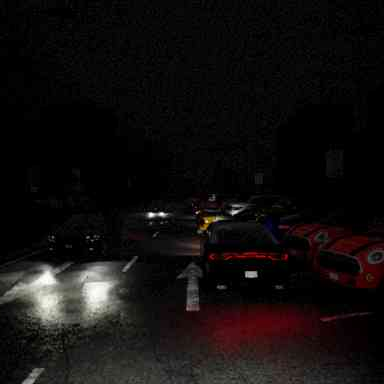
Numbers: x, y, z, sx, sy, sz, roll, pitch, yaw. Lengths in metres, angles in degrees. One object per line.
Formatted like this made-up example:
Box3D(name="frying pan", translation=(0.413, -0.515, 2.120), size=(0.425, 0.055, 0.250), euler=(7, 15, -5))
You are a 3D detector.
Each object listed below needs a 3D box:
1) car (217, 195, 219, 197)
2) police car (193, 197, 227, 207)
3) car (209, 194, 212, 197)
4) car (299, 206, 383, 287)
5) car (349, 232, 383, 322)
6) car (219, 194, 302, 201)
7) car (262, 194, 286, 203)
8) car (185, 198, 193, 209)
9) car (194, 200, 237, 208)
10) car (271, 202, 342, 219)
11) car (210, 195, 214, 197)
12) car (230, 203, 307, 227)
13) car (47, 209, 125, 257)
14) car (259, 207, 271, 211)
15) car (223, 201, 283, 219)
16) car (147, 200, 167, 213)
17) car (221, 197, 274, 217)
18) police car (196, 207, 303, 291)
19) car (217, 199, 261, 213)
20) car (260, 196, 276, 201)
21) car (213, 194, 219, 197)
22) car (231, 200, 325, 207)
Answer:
Box3D(name="car", translation=(5.394, 1.415, 35.356), size=(4.553, 1.767, 2.185), euler=(1, 0, -20))
Box3D(name="police car", translation=(1.227, 1.453, 25.170), size=(1.930, 1.638, 5.238), euler=(0, 0, 0))
Box3D(name="car", translation=(5.483, 1.376, 59.413), size=(5.566, 2.045, 2.435), euler=(1, 0, -20))
Box3D(name="car", translation=(5.355, 1.363, 8.348), size=(4.553, 1.767, 2.185), euler=(1, 0, -20))
Box3D(name="car", translation=(5.286, 1.516, 5.328), size=(4.792, 1.488, 2.163), euler=(1, 0, -20))
Box3D(name="car", translation=(5.368, 1.264, 26.340), size=(5.566, 2.045, 2.435), euler=(1, 0, -20))
Box3D(name="car", translation=(18.467, 1.445, 75.390), size=(2.435, 2.045, 5.566), euler=(0, 0, -21))
Box3D(name="car", translation=(0.100, 1.574, 47.140), size=(1.882, 1.535, 5.008), euler=(0, 0, 1))
Box3D(name="car", translation=(1.207, 1.471, 19.250), size=(1.801, 1.575, 5.366), euler=(0, 0, 0))
Box3D(name="car", translation=(5.365, 1.366, 11.349), size=(4.553, 1.767, 2.185), euler=(1, 0, -20))
Box3D(name="car", translation=(5.444, 1.572, 44.375), size=(5.008, 1.535, 2.097), euler=(1, 0, -20))
Box3D(name="car", translation=(5.350, 1.538, 23.338), size=(4.792, 1.488, 2.163), euler=(1, 0, -20))
Box3D(name="car", translation=(-3.979, 1.484, 13.209), size=(1.882, 1.535, 5.008), euler=(0, 0, 0))
Box3D(name="car", translation=(5.339, 1.534, 14.345), size=(4.674, 1.452, 2.002), euler=(1, 0, -20))
Box3D(name="car", translation=(5.377, 1.552, 29.340), size=(4.792, 1.488, 2.163), euler=(1, 0, -20))
Box3D(name="car", translation=(-3.952, 1.628, 38.125), size=(1.994, 1.385, 4.181), euler=(0, 0, 0))
Box3D(name="car", translation=(5.383, 1.405, 32.354), size=(4.553, 1.767, 2.185), euler=(1, 0, -20))
Box3D(name="police car", translation=(1.177, 1.428, 9.170), size=(1.930, 1.638, 5.238), euler=(0, 0, 0))
Box3D(name="car", translation=(5.436, 1.591, 38.363), size=(4.674, 1.452, 2.002), euler=(1, 0, -20))
Box3D(name="car", translation=(21.086, 1.794, 92.446), size=(2.163, 1.488, 4.792), euler=(0, -1, -21))
Box3D(name="car", translation=(5.478, 1.436, 41.372), size=(4.553, 1.767, 2.185), euler=(1, 0, -20))
Box3D(name="car", translation=(5.192, 1.497, 20.281), size=(5.366, 1.575, 1.946), euler=(1, 0, -20))
